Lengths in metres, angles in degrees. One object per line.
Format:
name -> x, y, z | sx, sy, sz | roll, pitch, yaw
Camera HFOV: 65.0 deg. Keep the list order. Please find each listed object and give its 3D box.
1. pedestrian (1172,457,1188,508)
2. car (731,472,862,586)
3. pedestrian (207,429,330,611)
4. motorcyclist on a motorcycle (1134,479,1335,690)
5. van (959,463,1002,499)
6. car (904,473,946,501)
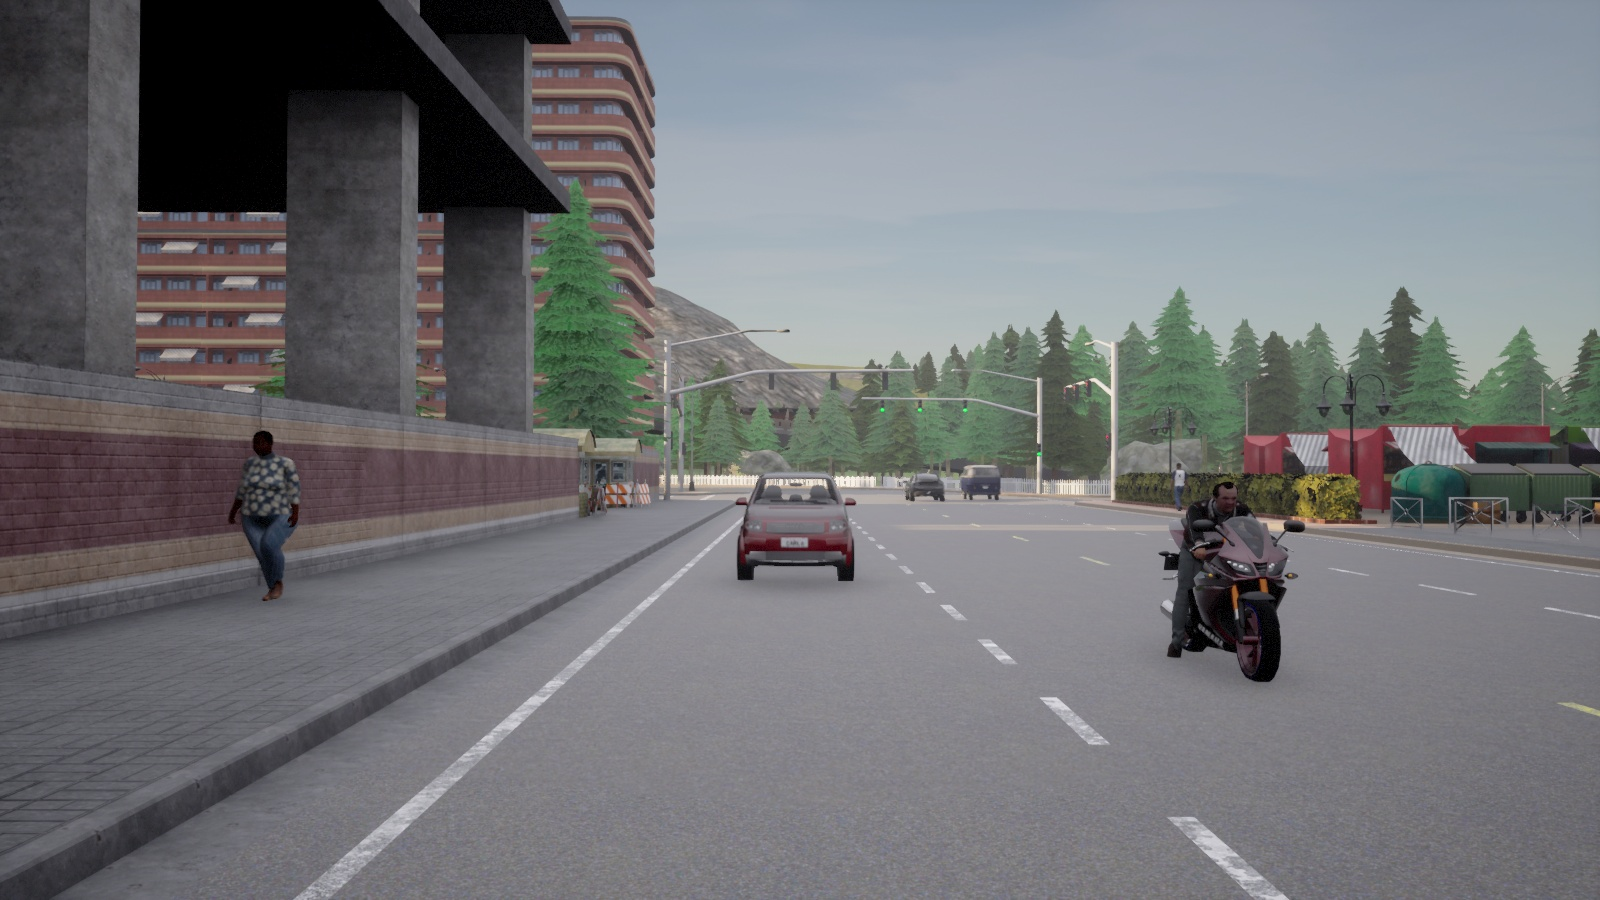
pedestrian -> 13.754, 1.176, 45.493 | 0.354, 1.836, 0.706 | 0, -1, 0
car -> -0.053, 1.111, 18.979 | 1.789, 1.549, 3.705 | 0, -1, 0
pedestrian -> -5.614, 0.723, 13.324 | 0.874, 1.855, 0.900 | 0, -1, 5
motorcyclist on a motorcycle -> 3.471, 1.008, 10.294 | 0.866, 1.530, 2.191 | 0, -1, 0
van -> 10.302, 1.771, 71.939 | 1.775, 1.987, 4.442 | 0, -1, 0
car -> 6.811, 1.988, 68.828 | 1.837, 1.490, 4.892 | 0, -1, 0
